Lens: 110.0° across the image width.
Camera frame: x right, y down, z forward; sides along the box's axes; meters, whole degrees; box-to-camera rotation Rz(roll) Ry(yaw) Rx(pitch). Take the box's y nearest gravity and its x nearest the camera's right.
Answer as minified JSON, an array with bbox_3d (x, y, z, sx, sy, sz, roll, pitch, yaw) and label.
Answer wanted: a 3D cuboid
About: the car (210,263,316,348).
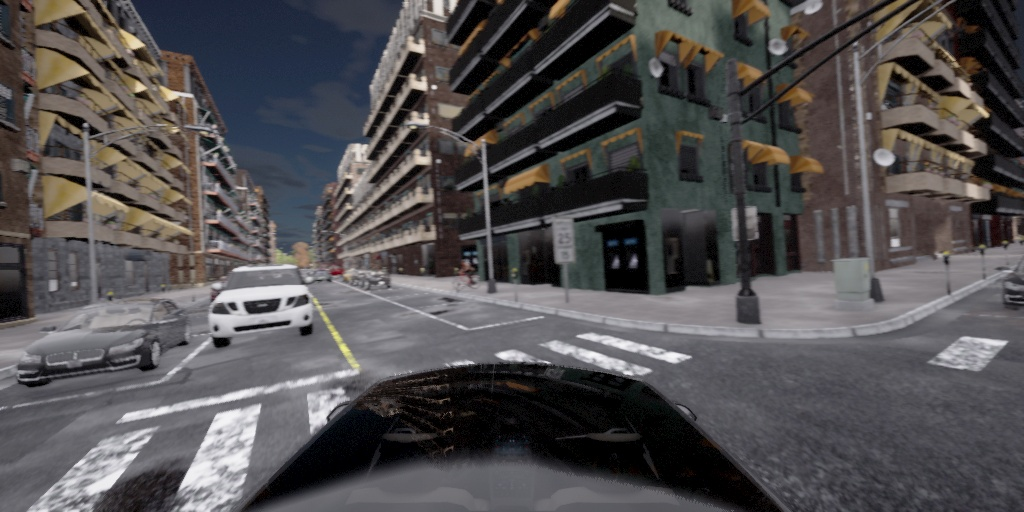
[{"bbox_3d":[-7.479,1.275,11.035,2.150,2.045,5.566,-3,0,-31],"label":"car"}]

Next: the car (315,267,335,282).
[{"bbox_3d":[-21.141,2.248,39.653,1.994,1.385,4.181,-3,0,-31],"label":"car"}]

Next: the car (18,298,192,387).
[{"bbox_3d":[-8.602,1.677,8.002,2.007,1.370,4.403,0,0,-31],"label":"car"}]

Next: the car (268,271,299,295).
[{"bbox_3d":[-18.025,2.035,28.405,1.882,1.535,5.008,-3,0,-31],"label":"car"}]

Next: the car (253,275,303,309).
[{"bbox_3d":[-12.639,1.863,19.553,1.994,1.385,4.181,-3,0,-31],"label":"car"}]

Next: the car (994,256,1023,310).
[{"bbox_3d":[13.549,0.522,8.705,4.403,1.370,2.007,0,0,-31],"label":"car"}]

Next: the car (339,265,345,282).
[{"bbox_3d":[-16.001,1.940,36.252,1.751,1.417,4.829,0,0,-31],"label":"car"}]

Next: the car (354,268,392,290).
[{"bbox_3d":[-10.124,1.687,26.598,2.007,1.370,4.403,0,0,-31],"label":"car"}]

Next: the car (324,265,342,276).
[{"bbox_3d":[-24.596,2.148,50.370,2.192,1.841,5.009,0,0,-31],"label":"car"}]

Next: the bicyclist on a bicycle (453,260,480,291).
[{"bbox_3d":[-2.485,1.048,19.531,1.656,1.620,0.582,-3,0,-31],"label":"bicyclist on a bicycle"}]

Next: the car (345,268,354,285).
[{"bbox_3d":[-13.018,1.825,31.353,2.007,1.370,4.403,0,0,-31],"label":"car"}]
